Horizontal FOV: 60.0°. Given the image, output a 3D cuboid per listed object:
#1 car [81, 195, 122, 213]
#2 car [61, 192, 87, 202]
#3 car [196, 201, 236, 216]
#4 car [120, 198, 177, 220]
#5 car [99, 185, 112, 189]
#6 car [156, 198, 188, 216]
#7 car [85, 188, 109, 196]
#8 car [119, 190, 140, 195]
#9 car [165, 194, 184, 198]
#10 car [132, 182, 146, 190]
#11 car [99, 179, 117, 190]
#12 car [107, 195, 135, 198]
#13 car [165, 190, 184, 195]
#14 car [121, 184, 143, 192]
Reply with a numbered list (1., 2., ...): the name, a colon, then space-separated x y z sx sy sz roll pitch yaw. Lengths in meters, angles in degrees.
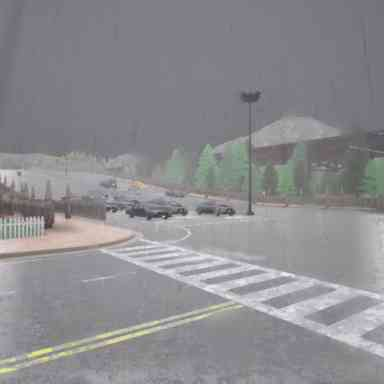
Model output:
1. car: -9.909 1.451 36.262 2.033 1.411 5.357 0 2 -37
2. car: -16.101 0.904 44.468 1.837 1.490 4.892 0 4 -37
3. car: 2.215 1.558 31.874 1.994 1.385 4.181 0 0 -37
4. car: -3.832 1.543 28.257 2.033 1.411 5.357 0 0 -37
5. car: -15.455 0.170 55.344 1.837 1.490 4.892 0 6 -37
6. car: -2.203 1.555 31.902 1.994 1.385 4.181 0 0 -37
7. car: -14.242 0.635 47.823 2.097 1.767 4.553 0 4 -37
8. car: -9.324 1.008 47.111 1.882 1.535 5.008 0 4 -37
9. car: -3.206 1.424 39.010 1.882 1.535 5.008 0 1 -37
10. car: -11.943 -1.425 74.037 1.882 1.535 5.008 0 7 -37
11. car: -17.640 -1.706 70.007 2.150 2.045 5.566 0 7 -37
12. car: -8.210 1.412 39.818 1.994 1.385 4.181 0 2 -37
13. car: -3.336 0.296 62.753 2.128 1.511 4.902 0 6 -37
14. car: -11.517 -0.063 61.984 1.895 1.301 4.718 0 7 -37
